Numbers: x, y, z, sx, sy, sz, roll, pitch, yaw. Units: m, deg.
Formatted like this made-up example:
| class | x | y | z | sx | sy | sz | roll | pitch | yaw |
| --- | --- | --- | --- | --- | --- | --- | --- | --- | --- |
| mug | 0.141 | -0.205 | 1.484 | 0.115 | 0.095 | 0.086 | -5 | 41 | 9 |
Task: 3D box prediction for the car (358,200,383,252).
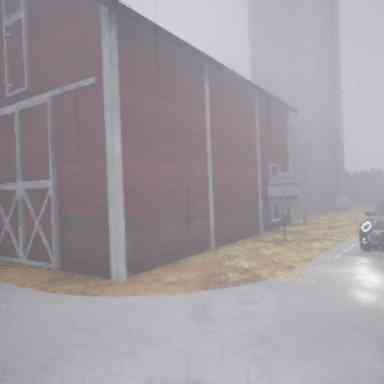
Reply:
| class | x | y | z | sx | sy | sz | roll | pitch | yaw |
| --- | --- | --- | --- | --- | --- | --- | --- | --- | --- |
| car | 7.369 | 1.035 | 11.693 | 2.097 | 1.767 | 4.553 | -2 | 0 | 38 |
